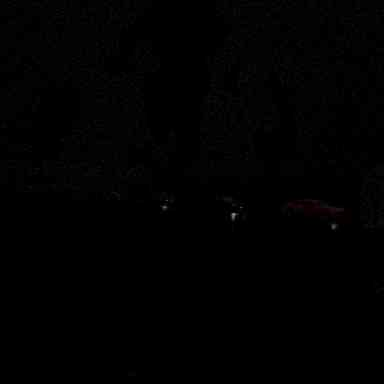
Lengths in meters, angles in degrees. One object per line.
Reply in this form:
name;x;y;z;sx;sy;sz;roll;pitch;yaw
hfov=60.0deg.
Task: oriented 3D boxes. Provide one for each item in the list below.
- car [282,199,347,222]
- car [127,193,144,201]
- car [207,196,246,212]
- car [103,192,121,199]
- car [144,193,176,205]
car;9.266;1.325;25.453;1.882;1.535;5.008;1;0;-36
car;-9.251;0.856;56.406;1.895;1.301;4.718;1;0;-36
car;3.374;1.192;33.700;1.812;1.442;4.674;1;0;-35
car;-15.767;0.609;65.523;2.033;1.411;5.357;1;0;-36
car;-4.044;0.947;44.084;1.837;1.490;4.892;1;0;-36
